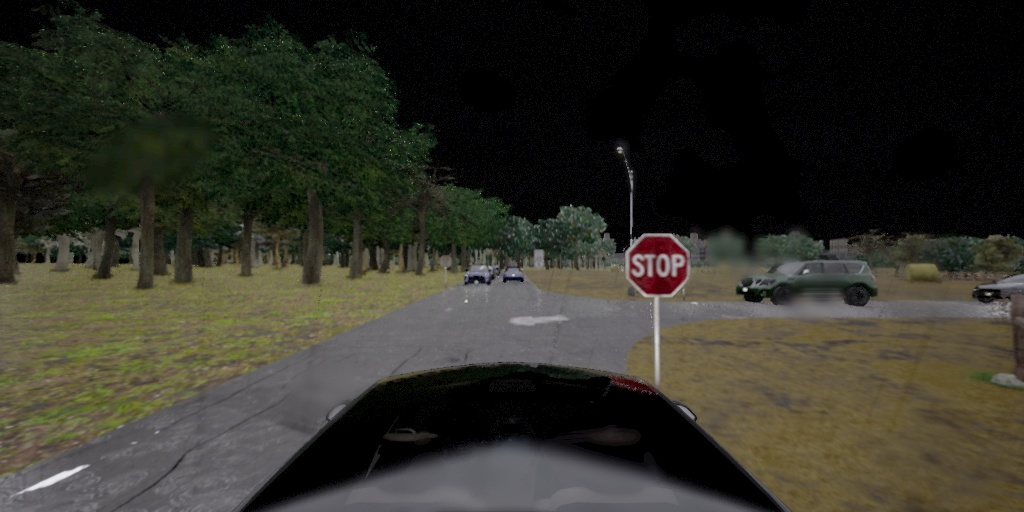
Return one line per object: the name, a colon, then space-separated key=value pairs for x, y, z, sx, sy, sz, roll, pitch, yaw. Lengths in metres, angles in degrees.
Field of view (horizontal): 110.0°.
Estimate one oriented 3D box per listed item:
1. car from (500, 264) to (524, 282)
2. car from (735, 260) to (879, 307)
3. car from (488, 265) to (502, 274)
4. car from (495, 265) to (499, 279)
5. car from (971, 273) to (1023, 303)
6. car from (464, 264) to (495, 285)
car: x=0.131 y=1.796 z=35.314 sx=1.994 sy=1.385 sz=4.181 roll=0 pitch=-1 yaw=0
car: x=13.481 y=1.220 z=16.552 sx=5.566 sy=2.045 sz=2.150 roll=0 pitch=-2 yaw=-1
car: x=-2.755 y=2.240 z=59.859 sx=2.033 sy=1.411 sz=5.357 roll=0 pitch=-1 yaw=1
car: x=-2.804 y=1.784 z=39.405 sx=1.882 sy=1.535 sz=5.008 roll=0 pitch=-1 yaw=0
car: x=24.419 y=1.519 z=16.600 sx=4.892 sy=1.490 sz=1.837 roll=0 pitch=-2 yaw=-1
car: x=-2.787 y=1.497 z=30.100 sx=2.097 sy=1.767 sz=4.553 roll=0 pitch=-1 yaw=-1
